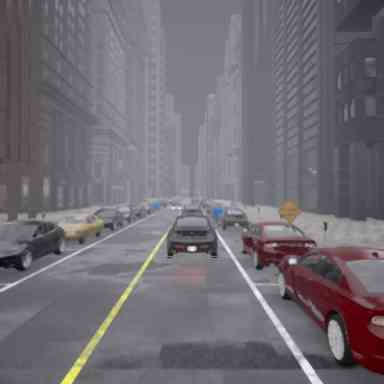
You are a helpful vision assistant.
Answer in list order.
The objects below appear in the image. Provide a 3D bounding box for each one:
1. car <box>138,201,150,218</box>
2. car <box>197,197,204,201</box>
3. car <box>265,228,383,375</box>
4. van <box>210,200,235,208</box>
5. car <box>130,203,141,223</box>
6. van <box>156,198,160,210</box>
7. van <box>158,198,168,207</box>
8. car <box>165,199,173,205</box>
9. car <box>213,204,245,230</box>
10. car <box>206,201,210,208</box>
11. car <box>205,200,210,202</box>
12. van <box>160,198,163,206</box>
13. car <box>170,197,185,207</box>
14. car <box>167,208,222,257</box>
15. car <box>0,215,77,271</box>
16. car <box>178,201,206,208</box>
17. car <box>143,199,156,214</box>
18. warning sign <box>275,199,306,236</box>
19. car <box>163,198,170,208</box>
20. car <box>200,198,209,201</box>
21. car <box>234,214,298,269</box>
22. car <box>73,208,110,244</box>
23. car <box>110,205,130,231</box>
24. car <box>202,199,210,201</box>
[{"bbox_3d":[-5.772,1.917,33.909,1.947,1.339,4.313,0,-1,0],"label":"car"},{"bbox_3d":[2.745,2.041,67.745,2.192,1.841,5.009,0,-1,0],"label":"car"},{"bbox_3d":[2.760,1.604,5.748,1.887,1.381,4.507,0,-1,0],"label":"car"},{"bbox_3d":[2.755,1.632,28.294,1.690,1.788,3.998,0,-1,0],"label":"van"},{"bbox_3d":[-5.770,1.872,28.273,1.802,1.307,4.206,0,-1,0],"label":"car"},{"bbox_3d":[-5.775,1.814,45.184,1.690,1.788,3.998,0,-1,0],"label":"van"},{"bbox_3d":[-5.780,2.067,67.728,1.690,1.788,3.998,0,-1,0],"label":"van"},{"bbox_3d":[-5.783,2.467,84.635,1.887,1.381,4.507,0,-1,0],"label":"car"},{"bbox_3d":[2.756,1.783,22.655,2.008,1.369,4.403,0,-1,0],"label":"car"},{"bbox_3d":[2.753,1.902,33.928,2.008,1.369,4.403,0,-1,0],"label":"car"},{"bbox_3d":[2.752,1.994,39.563,1.802,1.307,4.206,0,-1,0],"label":"car"},{"bbox_3d":[-5.776,1.877,50.820,1.690,1.788,3.998,0,-1,0],"label":"van"},{"bbox_3d":[-3.031,2.260,65.365,1.994,1.385,4.181,0,-1,0],"label":"car"},{"bbox_3d":[0.021,1.644,13.520,1.837,1.490,4.892,0,0,1],"label":"car"},{"bbox_3d":[-5.766,1.681,11.364,1.947,1.339,4.313,0,-1,0],"label":"car"},{"bbox_3d":[0.017,1.800,28.500,1.837,1.490,4.892,0,0,1],"label":"car"},{"bbox_3d":[-5.773,1.852,39.547,1.967,1.590,4.097,0,-1,0],"label":"car"},{"bbox_3d":[5.065,1.291,17.243,1.300,1.860,1.060,0,0,0],"label":"warning sign"},{"bbox_3d":[-5.779,1.977,62.092,2.192,1.841,5.009,0,-1,0],"label":"car"},{"bbox_3d":[2.748,2.144,56.471,1.887,1.381,4.507,0,-1,0],"label":"car"},{"bbox_3d":[2.759,1.660,11.384,1.887,1.381,4.507,0,-1,0],"label":"car"},{"bbox_3d":[-5.767,1.696,16.830,1.752,1.417,4.829,0,-1,0],"label":"car"},{"bbox_3d":[-5.769,1.797,22.636,1.947,1.339,4.313,0,-1,0],"label":"car"},{"bbox_3d":[2.751,2.025,45.200,2.008,1.369,4.403,0,-1,0],"label":"car"}]
